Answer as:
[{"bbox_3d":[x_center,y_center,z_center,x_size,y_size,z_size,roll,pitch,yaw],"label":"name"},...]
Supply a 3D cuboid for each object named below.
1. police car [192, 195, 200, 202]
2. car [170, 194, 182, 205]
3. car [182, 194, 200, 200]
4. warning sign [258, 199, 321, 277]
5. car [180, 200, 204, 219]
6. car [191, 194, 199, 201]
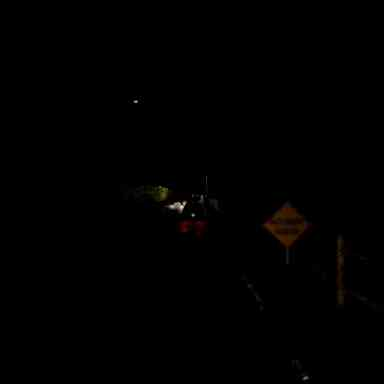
[{"bbox_3d":[0.917,1.687,83.685,1.930,1.638,5.238,0,0,0],"label":"police car"},{"bbox_3d":[-2.715,1.353,60.815,2.150,2.045,5.566,0,0,1],"label":"car"},{"bbox_3d":[0.126,1.439,45.758,2.097,1.767,4.553,0,0,0],"label":"car"},{"bbox_3d":[2.454,1.123,8.576,1.300,1.860,1.060,0,0,0],"label":"warning sign"},{"bbox_3d":[0.104,1.647,29.766,1.895,1.301,4.718,0,0,0],"label":"car"},{"bbox_3d":[0.928,1.543,93.606,2.150,2.045,5.566,0,0,0],"label":"car"}]
